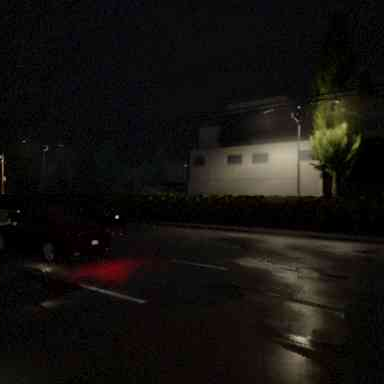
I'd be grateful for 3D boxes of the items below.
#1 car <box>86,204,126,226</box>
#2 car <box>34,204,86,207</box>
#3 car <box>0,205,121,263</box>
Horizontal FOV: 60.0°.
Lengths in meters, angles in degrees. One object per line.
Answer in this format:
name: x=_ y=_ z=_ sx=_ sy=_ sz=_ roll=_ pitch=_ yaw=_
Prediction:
car: x=-6.176 y=1.478 z=21.298 sx=4.181 sy=1.385 sz=1.994 roll=0 pitch=0 yaw=36
car: x=-8.445 y=1.391 z=18.618 sx=5.008 sy=1.535 sz=1.882 roll=0 pitch=0 yaw=36
car: x=-5.068 y=1.424 z=11.904 sx=5.008 sy=1.535 sz=1.882 roll=0 pitch=0 yaw=36
